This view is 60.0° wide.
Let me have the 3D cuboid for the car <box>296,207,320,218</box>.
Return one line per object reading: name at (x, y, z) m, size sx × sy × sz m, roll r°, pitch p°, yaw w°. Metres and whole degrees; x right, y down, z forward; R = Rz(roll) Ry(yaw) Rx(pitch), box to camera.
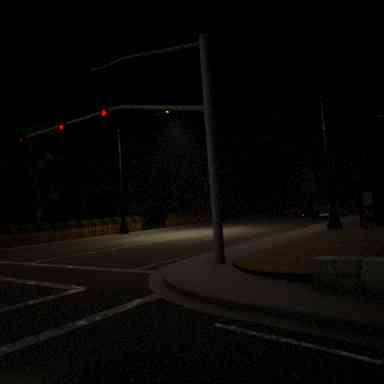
car at (15.483, 2.675, 44.233) m, size 1.895 × 1.301 × 4.718 m, roll -6°, pitch -4°, yaw 37°
